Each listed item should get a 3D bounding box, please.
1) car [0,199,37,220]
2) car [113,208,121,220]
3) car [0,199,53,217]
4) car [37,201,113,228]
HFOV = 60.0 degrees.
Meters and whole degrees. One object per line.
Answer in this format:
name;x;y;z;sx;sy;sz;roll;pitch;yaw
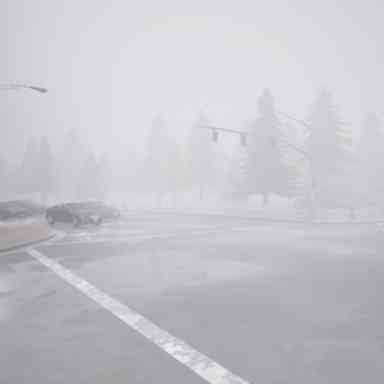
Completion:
car;-15.913;1.512;27.707;5.357;1.411;2.033;0;0;25
car;-7.807;1.499;26.738;4.902;1.511;2.128;0;0;35
car;-15.763;1.458;31.355;5.008;1.535;1.882;0;0;22
car;-7.881;1.480;22.184;4.902;1.511;2.128;0;0;38
